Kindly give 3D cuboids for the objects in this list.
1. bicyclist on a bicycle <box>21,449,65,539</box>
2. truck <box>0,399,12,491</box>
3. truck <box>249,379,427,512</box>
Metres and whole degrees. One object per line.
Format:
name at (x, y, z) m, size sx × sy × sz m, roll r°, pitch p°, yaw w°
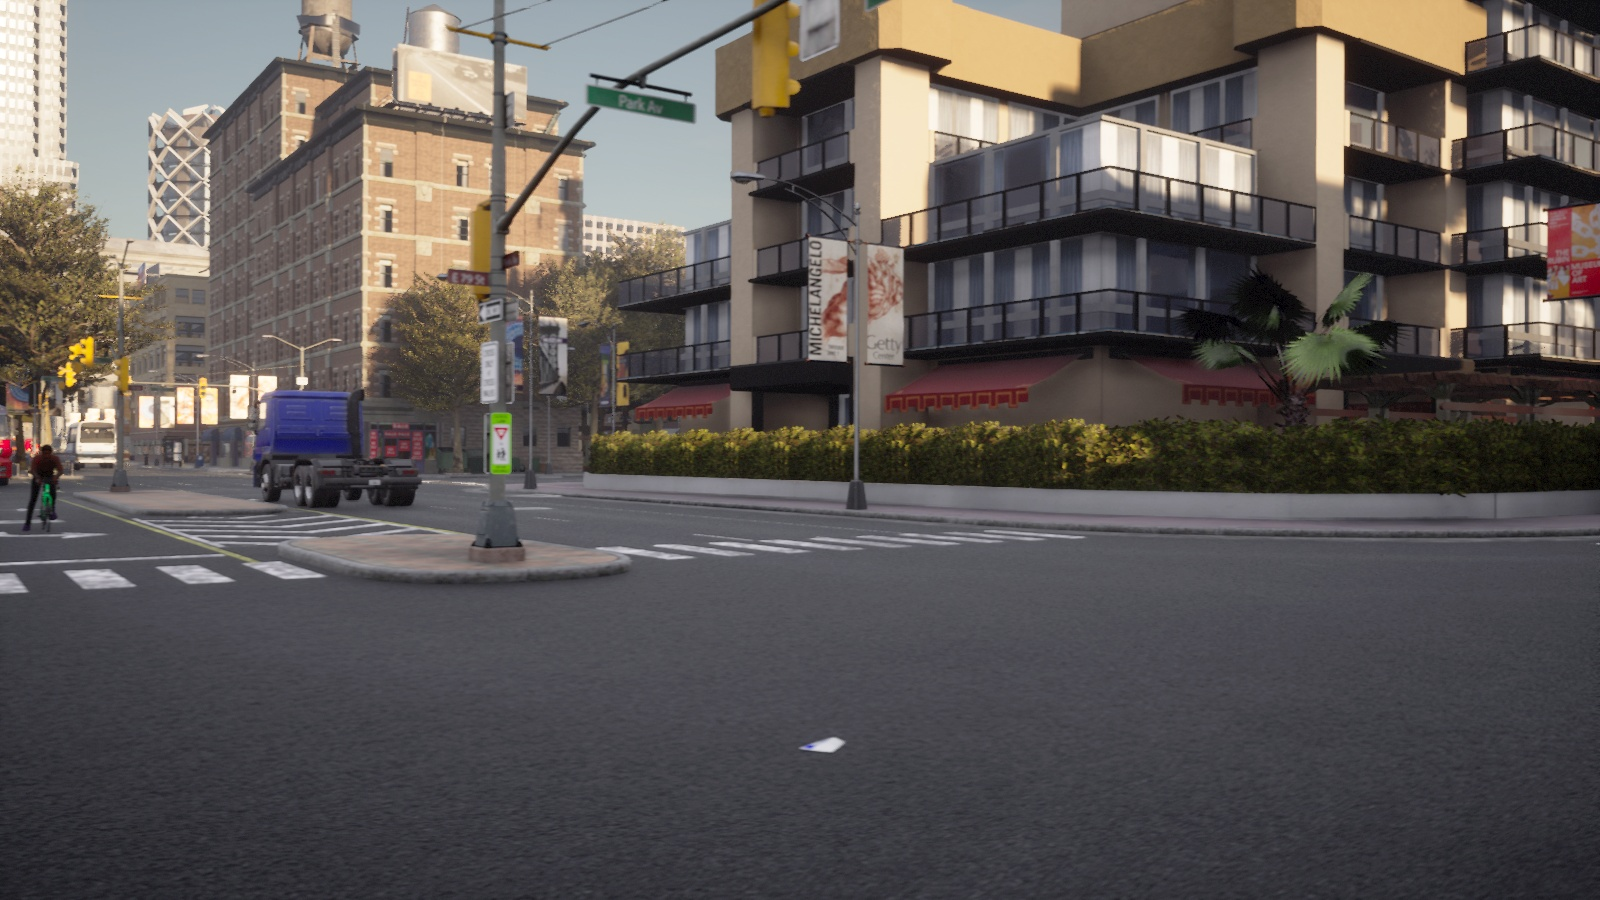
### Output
bicyclist on a bicycle at (-14.165, 0.788, 23.490) m, size 0.582 × 1.620 × 1.656 m, roll 0°, pitch 0°, yaw -35°
truck at (-36.528, -0.205, 55.045) m, size 2.891 × 3.827 × 8.468 m, roll 0°, pitch 0°, yaw -35°
truck at (-13.627, -0.104, 36.569) m, size 2.891 × 3.462 × 7.936 m, roll 0°, pitch 0°, yaw -35°
